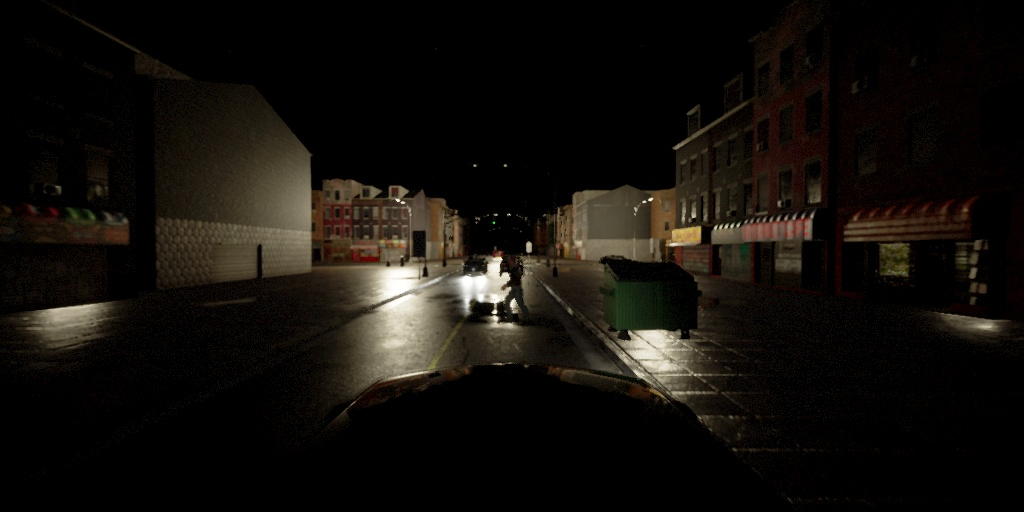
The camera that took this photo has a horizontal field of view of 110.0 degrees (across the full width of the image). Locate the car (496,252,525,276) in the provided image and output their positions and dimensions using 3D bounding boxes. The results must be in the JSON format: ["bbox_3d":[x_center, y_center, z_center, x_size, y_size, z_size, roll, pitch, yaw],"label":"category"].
[{"bbox_3d":[-0.024,0.711,28.551,1.882,1.535,5.008,0,1,0],"label":"car"}]

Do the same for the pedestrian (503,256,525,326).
[{"bbox_3d":[0.056,0.893,9.439,0.375,1.860,0.375,0,1,-10],"label":"pedestrian"}]

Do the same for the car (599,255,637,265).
[{"bbox_3d":[12.204,0.507,41.416,4.313,1.339,1.948,0,0,0],"label":"car"}]

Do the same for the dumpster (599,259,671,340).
[{"bbox_3d":[2.983,1.004,8.976,1.020,1.700,1.940,0,0,0],"label":"dumpster"}]

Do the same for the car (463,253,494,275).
[{"bbox_3d":[-2.893,0.706,29.584,2.128,1.511,4.902,0,1,0],"label":"car"}]
